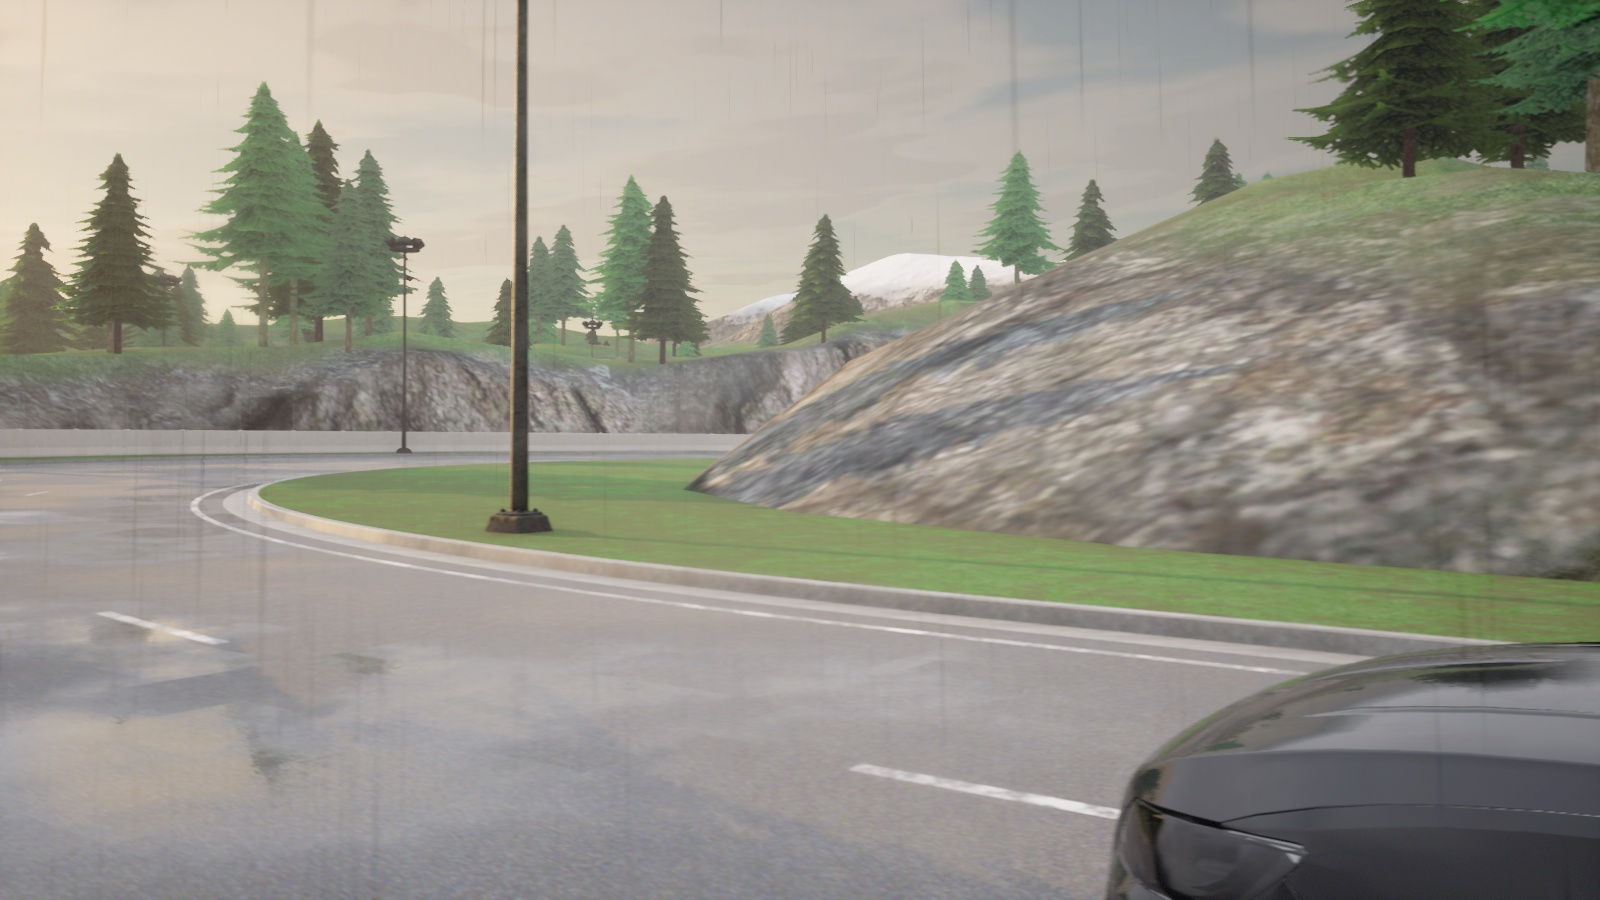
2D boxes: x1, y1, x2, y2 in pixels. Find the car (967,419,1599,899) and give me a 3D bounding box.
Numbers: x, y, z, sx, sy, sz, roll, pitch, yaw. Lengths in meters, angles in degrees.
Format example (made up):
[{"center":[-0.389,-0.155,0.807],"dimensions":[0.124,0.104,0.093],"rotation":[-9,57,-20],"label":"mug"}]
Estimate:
[{"center":[2.858,0.687,1.725],"dimensions":[4.892,1.490,1.837],"rotation":[0,1,34],"label":"car"}]
